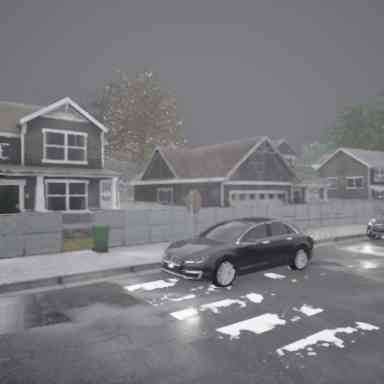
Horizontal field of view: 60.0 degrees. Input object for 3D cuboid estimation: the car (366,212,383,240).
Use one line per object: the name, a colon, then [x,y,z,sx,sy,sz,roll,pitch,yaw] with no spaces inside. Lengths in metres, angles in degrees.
car: [10.235,1.384,15.649,4.553,1.767,2.097,0,0,-34]

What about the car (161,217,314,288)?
car: [1.446,1.507,9.364,4.892,1.490,1.837,0,0,-36]
